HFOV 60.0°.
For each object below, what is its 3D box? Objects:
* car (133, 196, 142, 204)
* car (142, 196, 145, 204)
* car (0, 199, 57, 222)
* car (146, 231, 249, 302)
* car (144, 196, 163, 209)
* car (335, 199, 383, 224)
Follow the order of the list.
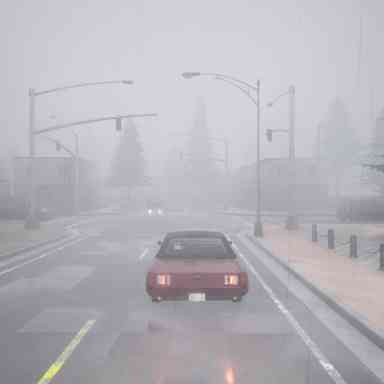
[{"bbox_3d":[-9.568,1.443,61.890,1.882,1.535,5.008,0,0,-23],"label":"car"},{"bbox_3d":[-6.319,1.470,52.153,1.837,1.490,4.892,0,0,-15],"label":"car"},{"bbox_3d":[-12.672,1.337,25.100,4.553,1.767,2.097,0,0,0],"label":"car"},{"bbox_3d":[0.075,1.601,8.187,1.895,1.301,4.718,0,0,-1],"label":"car"},{"bbox_3d":[-4.818,1.530,43.404,1.994,1.385,4.181,0,0,-6],"label":"car"},{"bbox_3d":[13.018,1.337,24.226,4.553,1.767,2.097,0,0,2],"label":"car"}]
